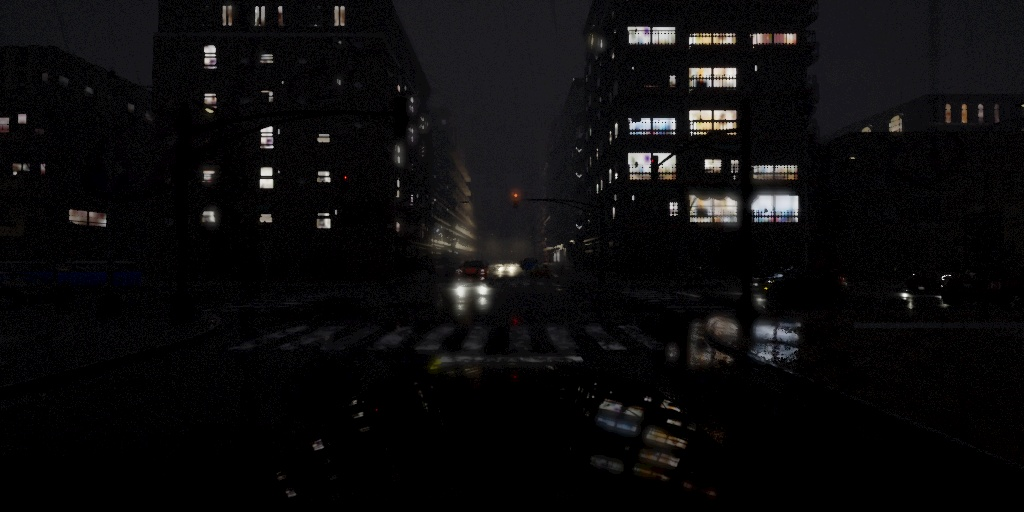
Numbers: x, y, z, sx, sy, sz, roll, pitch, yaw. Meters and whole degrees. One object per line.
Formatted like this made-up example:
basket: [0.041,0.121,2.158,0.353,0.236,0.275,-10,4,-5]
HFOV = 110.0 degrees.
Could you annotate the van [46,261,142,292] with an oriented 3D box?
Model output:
van: [-24.852,1.189,21.600,3.998,1.789,1.690,0,0,1]

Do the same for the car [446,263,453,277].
car: [-5.521,1.315,36.004,2.007,1.370,4.403,0,0,0]

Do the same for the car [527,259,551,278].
car: [2.624,1.287,33.567,1.751,1.417,4.829,0,0,0]

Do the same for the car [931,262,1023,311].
car: [18.663,1.102,13.140,4.097,1.591,1.967,0,0,1]

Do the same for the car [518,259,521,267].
car: [2.450,1.096,53.054,2.192,1.841,5.009,0,0,0]

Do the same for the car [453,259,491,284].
car: [-2.806,1.106,26.551,2.097,1.767,4.553,0,0,0]

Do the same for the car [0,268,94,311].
car: [-19.364,1.289,13.646,4.403,1.370,2.007,0,0,1]

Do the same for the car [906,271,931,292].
car: [23.387,1.073,18.503,4.553,1.767,2.097,0,-1,1]

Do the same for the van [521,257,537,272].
van: [2.495,1.116,47.400,1.690,1.789,3.998,0,0,0]

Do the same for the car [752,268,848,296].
car: [14.689,1.303,18.617,4.181,1.385,1.994,0,-1,1]

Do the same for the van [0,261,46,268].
van: [-30.447,1.200,21.674,3.998,1.789,1.690,0,0,1]
